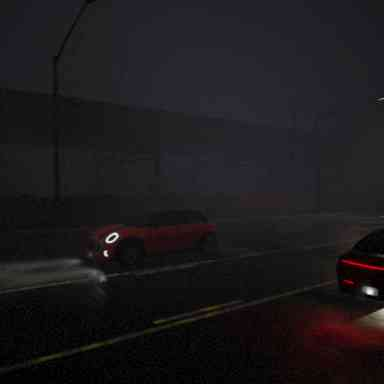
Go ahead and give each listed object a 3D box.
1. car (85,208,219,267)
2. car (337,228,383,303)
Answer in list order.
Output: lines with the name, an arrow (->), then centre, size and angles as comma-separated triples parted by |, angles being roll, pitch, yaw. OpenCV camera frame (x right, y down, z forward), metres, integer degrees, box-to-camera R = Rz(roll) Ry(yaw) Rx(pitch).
car -> -1.308, 1.376, 11.648 | 4.553, 1.767, 2.097 | 0, 0, -35
car -> 5.210, 1.544, 7.466 | 4.892, 1.490, 1.837 | 0, 0, -36
